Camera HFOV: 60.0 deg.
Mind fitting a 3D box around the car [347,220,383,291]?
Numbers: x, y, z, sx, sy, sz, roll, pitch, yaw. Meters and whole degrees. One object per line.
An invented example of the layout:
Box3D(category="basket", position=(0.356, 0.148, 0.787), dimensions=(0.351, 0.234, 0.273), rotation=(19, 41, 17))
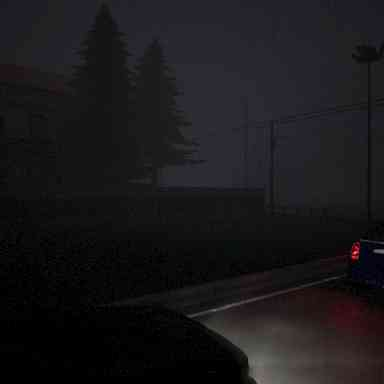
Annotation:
Box3D(category="car", position=(5.706, 1.352, 7.825), dimensions=(4.553, 1.767, 2.097), rotation=(0, 0, -35))

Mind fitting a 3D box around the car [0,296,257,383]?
Box3D(category="car", position=(-1.993, 1.547, 2.305), dimensions=(5.357, 1.411, 2.033), rotation=(0, 0, -36))
